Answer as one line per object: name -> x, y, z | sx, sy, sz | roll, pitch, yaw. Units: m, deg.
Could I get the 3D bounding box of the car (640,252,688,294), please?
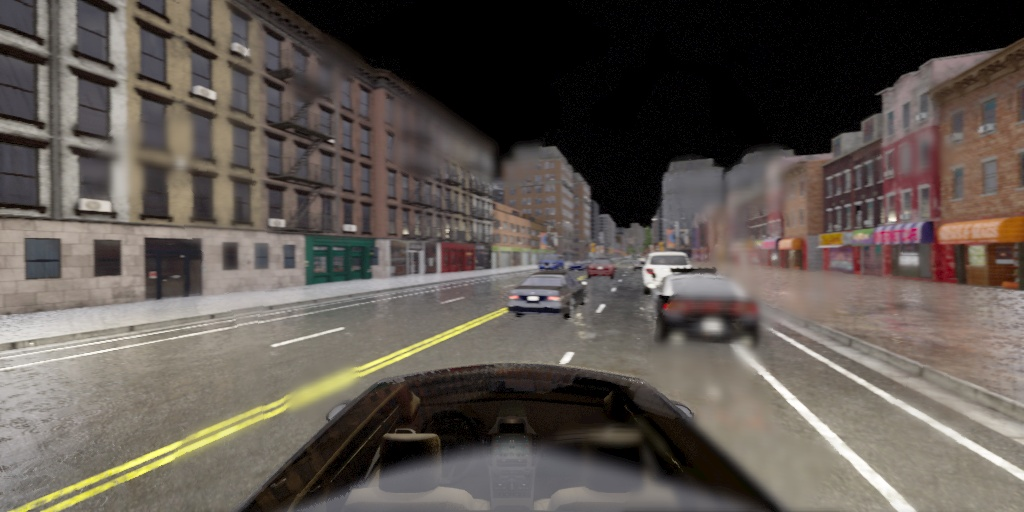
car -> 7.889, 0.821, 18.478 | 2.150, 2.045, 5.566 | -1, 0, 19

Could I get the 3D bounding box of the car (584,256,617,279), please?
car -> 7.629, 0.949, 30.131 | 2.097, 1.767, 4.553 | -1, 0, 19

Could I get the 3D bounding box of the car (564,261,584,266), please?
car -> 7.507, 1.208, 40.133 | 1.895, 1.301, 4.718 | -1, 0, 19

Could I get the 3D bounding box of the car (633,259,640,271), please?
car -> 15.745, 1.071, 43.595 | 2.033, 1.411, 5.357 | -1, 0, 20

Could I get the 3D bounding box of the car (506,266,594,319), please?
car -> 1.438, 1.237, 12.590 | 2.033, 1.411, 5.357 | -1, 0, 19

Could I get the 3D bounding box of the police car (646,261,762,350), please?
police car -> 4.588, 1.090, 9.123 | 1.930, 1.638, 5.238 | -1, 0, 19

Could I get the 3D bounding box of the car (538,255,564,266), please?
car -> 4.706, 0.858, 41.973 | 2.150, 2.045, 5.566 | -1, 0, 19
